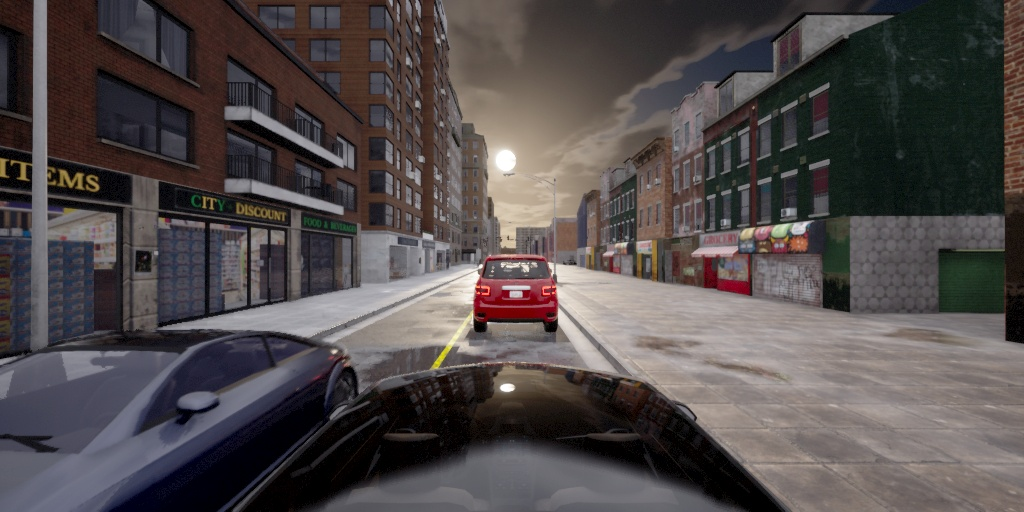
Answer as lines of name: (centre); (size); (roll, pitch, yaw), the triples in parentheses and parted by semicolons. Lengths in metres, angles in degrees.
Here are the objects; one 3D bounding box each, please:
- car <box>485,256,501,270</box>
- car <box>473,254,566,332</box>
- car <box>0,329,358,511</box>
car: (-2.841, 0.973, 55.178); (2.150, 2.045, 5.566); (0, 0, 0)
car: (0.090, 0.972, 10.947); (2.150, 2.045, 5.566); (0, 0, 0)
car: (-2.855, 1.314, 2.667); (1.994, 1.385, 4.181); (0, 0, 0)
